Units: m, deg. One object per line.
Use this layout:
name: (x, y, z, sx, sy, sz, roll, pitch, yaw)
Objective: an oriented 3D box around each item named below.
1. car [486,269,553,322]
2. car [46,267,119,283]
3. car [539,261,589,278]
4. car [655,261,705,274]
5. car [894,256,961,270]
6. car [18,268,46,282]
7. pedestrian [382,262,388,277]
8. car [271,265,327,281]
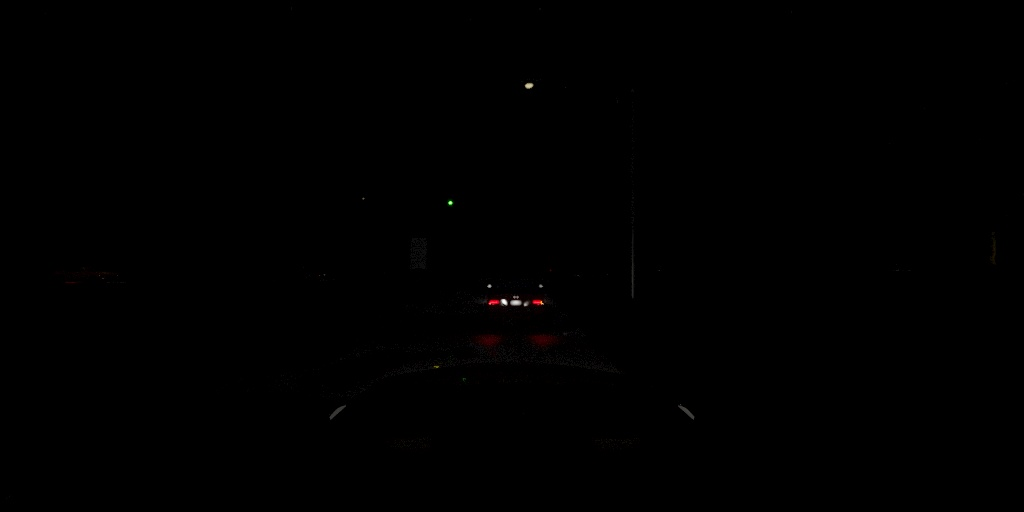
car: (0.111, 1.335, 12.331, 2.033, 1.411, 5.357, 0, 0, 0)
car: (-41.352, 1.806, 34.895, 5.008, 1.535, 1.882, 0, -2, 0)
car: (4.720, 1.205, 32.491, 5.357, 1.411, 2.033, -2, -1, -42)
car: (17.948, 1.224, 38.458, 4.718, 1.301, 1.895, -1, -2, 0)
car: (44.421, 0.765, 38.380, 5.357, 1.411, 2.033, -1, -2, 1)
car: (-49.760, 2.037, 38.497, 4.892, 1.490, 1.837, 0, -2, 0)
pedestrian: (-15.050, 1.609, 42.430, 0.375, 1.860, 0.375, 0, -1, 0)
car: (-20.633, 1.617, 34.838, 4.892, 1.490, 1.837, -1, -2, 0)
